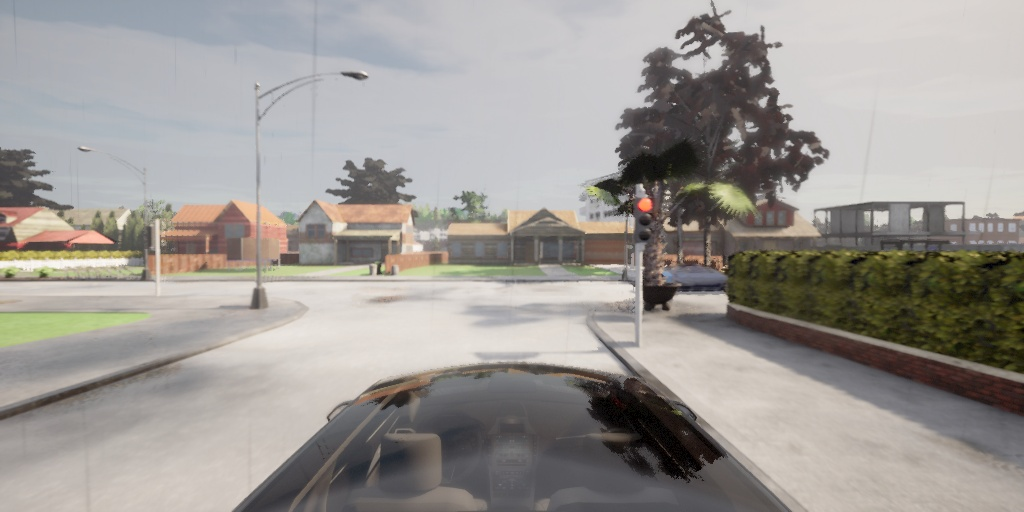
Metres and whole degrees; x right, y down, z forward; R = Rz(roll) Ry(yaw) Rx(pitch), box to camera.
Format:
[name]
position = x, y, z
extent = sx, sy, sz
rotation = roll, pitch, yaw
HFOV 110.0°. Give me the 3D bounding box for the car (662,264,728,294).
[car]
position = 8.769, 1.074, 17.337
extent = 4.181, 1.385, 1.994
rotation = 0, 1, 0
